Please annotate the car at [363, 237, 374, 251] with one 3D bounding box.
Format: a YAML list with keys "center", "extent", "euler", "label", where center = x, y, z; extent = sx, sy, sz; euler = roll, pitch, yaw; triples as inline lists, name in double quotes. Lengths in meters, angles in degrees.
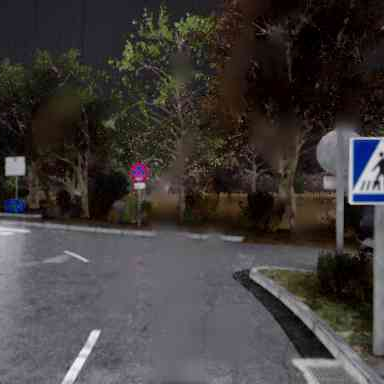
- center: [6.993, 1.355, 7.954]
  extent: [2.033, 1.411, 5.357]
  euler: [-1, -1, -40]
  label: "car"
